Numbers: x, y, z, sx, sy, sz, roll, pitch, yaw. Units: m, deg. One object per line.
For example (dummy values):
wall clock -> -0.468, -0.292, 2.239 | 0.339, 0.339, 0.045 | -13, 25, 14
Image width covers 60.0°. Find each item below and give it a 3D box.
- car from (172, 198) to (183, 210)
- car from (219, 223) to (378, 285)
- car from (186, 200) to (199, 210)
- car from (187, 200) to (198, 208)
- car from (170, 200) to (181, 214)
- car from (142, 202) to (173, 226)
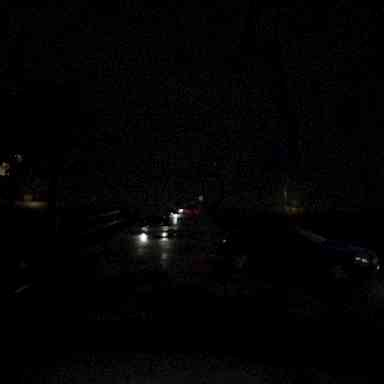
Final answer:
car -> -2.712, 2.051, 59.475 | 2.150, 2.045, 5.566 | 0, -1, 0
car -> 3.086, 1.734, 10.282 | 4.674, 1.442, 1.812 | 1, 0, 33
car -> 0.043, 2.292, 55.732 | 1.812, 1.442, 4.674 | 0, -1, 0
car -> 0.051, 2.422, 66.016 | 2.128, 1.511, 4.902 | 0, -1, 0
car -> -2.807, 2.097, 43.084 | 1.812, 1.442, 4.674 | 0, -1, 0
car -> -2.819, 1.814, 26.761 | 1.882, 1.535, 5.008 | 0, -1, 0
